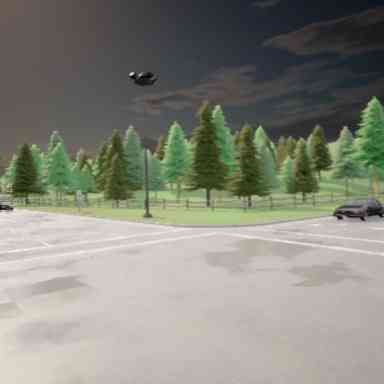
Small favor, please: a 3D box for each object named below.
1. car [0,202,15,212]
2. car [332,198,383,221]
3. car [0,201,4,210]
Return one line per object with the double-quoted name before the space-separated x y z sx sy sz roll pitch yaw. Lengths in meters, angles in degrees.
"car" -28.386 2.282 50.577 1.895 1.301 4.718 -2 0 -39
"car" 11.895 1.143 23.265 5.357 1.411 2.033 -2 0 -40
"car" -34.128 2.311 57.689 1.882 1.535 5.008 -2 0 -39
